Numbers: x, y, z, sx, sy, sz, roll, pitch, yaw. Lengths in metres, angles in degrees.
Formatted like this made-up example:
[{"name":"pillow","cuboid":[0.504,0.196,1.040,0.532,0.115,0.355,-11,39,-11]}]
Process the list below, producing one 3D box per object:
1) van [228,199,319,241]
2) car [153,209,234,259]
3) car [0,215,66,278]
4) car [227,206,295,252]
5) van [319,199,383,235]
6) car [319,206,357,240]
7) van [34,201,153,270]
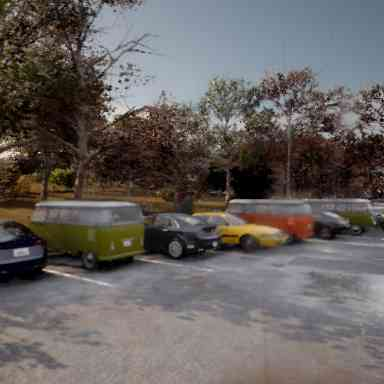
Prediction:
[{"name":"van","cuboid":[3.498,1.357,16.203,4.442,1.987,1.878,-1,-1,34]},{"name":"car","cuboid":[-1.194,1.533,12.710,4.892,1.521,2.231,-1,-1,35]},{"name":"car","cuboid":[-6.017,1.519,9.312,4.792,1.488,2.163,-1,-1,34]},{"name":"car","cuboid":[1.353,1.551,14.323,5.366,1.575,1.946,-1,-1,35]},{"name":"van","cuboid":[8.488,1.409,19.498,4.442,1.987,1.878,-1,-1,34]},{"name":"car","cuboid":[5.991,1.647,17.840,4.674,1.452,2.002,-1,-1,34]},{"name":"van","cuboid":[-3.694,1.286,11.069,4.442,1.987,1.878,-1,-1,35]}]
